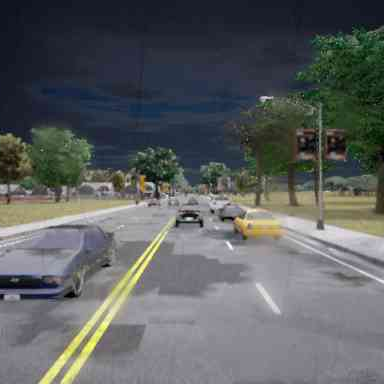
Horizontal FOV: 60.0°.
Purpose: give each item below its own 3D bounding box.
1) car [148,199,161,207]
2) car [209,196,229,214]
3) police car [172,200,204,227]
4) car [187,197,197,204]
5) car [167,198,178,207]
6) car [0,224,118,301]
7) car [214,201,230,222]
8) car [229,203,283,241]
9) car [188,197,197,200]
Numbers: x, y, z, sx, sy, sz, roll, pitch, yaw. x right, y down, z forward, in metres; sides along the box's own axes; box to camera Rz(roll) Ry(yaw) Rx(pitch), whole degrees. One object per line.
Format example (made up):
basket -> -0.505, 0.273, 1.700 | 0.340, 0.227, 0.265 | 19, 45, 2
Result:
car -> -6.510, 1.868, 57.874 | 1.994, 1.385, 4.181 | 0, 0, 1
car -> 3.260, 1.425, 39.106 | 2.150, 2.045, 5.566 | 0, 0, 0
police car -> -0.152, 1.628, 24.328 | 2.038, 1.542, 4.974 | 0, 0, 1
car -> 0.019, 1.929, 75.176 | 2.033, 1.411, 5.357 | 0, 0, 0
car -> -3.249, 1.802, 58.986 | 2.128, 1.511, 4.902 | 0, 0, 0
car -> -3.348, 1.592, 8.866 | 2.033, 1.411, 5.357 | 0, 0, 0
car -> 3.257, 1.709, 28.073 | 1.994, 1.385, 4.181 | 0, 0, 0
car -> 3.255, 1.544, 17.262 | 1.801, 1.575, 5.366 | 0, 0, 0
car -> 0.098, 1.800, 58.910 | 2.128, 1.511, 4.902 | 0, 0, 0
